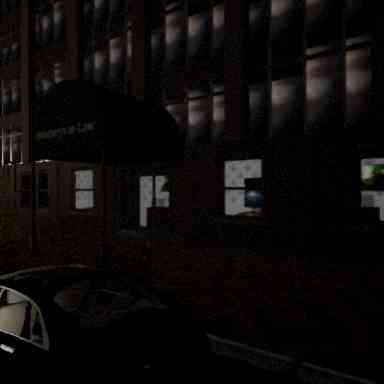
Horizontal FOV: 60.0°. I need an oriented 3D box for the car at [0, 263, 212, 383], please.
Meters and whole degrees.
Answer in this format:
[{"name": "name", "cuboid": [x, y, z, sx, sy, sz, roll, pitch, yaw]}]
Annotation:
[{"name": "car", "cuboid": [-1.856, 1.569, 4.044, 4.403, 1.369, 2.008, 0, 0, 36]}]
